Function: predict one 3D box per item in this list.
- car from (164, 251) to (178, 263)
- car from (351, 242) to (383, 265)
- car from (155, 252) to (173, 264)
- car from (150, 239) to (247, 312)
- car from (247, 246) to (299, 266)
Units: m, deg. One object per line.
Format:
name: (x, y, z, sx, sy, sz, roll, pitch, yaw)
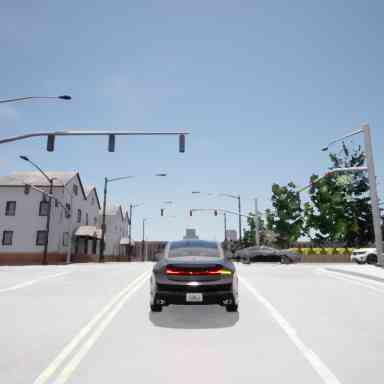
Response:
car: (-3.752, 11.737, 59.800, 2.150, 2.045, 5.566, 0, -12, 0)
car: (16.799, 5.314, 28.827, 5.566, 2.045, 2.150, 0, -12, 1)
car: (-3.728, 8.982, 45.165, 2.128, 1.511, 4.902, 0, -12, 0)
car: (0.047, 1.985, 8.587, 1.837, 1.490, 4.892, 0, -7, 0)
car: (5.708, 4.957, 25.784, 4.902, 1.511, 2.128, -3, -12, 16)
